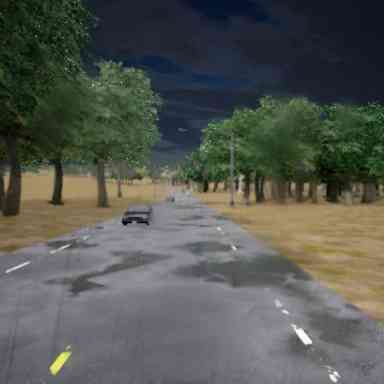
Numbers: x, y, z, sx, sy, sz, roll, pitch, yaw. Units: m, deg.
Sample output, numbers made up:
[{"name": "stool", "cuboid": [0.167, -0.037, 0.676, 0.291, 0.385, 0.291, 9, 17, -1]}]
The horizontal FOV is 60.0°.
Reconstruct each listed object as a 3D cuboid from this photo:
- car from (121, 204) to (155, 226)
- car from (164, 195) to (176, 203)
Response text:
[{"name": "car", "cuboid": [-3.710, 1.582, 23.915, 2.033, 1.411, 5.357, 0, 0, 0]}, {"name": "car", "cuboid": [-4.265, 1.344, 65.241, 1.837, 1.490, 4.892, 0, 1, -1]}]
